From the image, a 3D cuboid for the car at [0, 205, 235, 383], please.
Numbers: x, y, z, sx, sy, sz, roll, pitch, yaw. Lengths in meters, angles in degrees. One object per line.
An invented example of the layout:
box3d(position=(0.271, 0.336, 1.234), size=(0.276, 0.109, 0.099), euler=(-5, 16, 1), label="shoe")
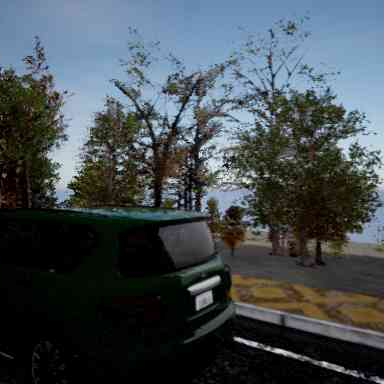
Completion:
box3d(position=(-2.065, 1.219, 5.019), size=(5.566, 2.045, 2.150), euler=(0, 0, 35), label="car")
